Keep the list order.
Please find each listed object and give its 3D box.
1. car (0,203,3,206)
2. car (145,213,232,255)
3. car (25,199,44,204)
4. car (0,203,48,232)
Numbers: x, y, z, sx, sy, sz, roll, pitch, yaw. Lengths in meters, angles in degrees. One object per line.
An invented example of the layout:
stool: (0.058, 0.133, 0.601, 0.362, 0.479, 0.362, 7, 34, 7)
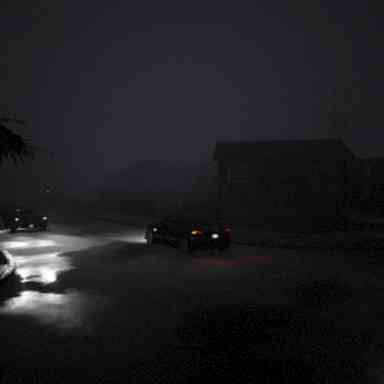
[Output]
car: (-16.203, 1.598, 28.802, 1.895, 1.301, 4.718, 0, 0, -35)
car: (-0.279, 1.554, 13.587, 1.994, 1.385, 4.181, 0, 0, -34)
car: (-18.881, 1.556, 39.754, 1.994, 1.385, 4.181, 0, 0, -35)
car: (-10.299, 1.598, 20.488, 1.895, 1.301, 4.718, 0, 0, -35)
